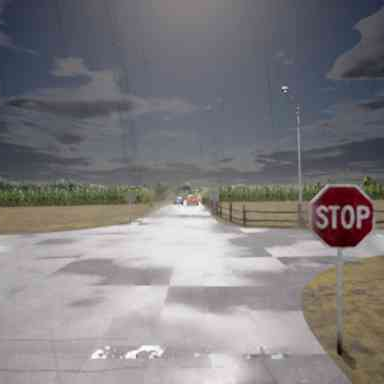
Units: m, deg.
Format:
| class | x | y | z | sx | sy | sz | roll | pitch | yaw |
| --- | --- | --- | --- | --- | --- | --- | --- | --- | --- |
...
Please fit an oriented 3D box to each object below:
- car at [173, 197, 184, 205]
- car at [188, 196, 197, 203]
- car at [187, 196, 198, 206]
| class | x | y | z | sx | sy | sz | roll | pitch | yaw |
| --- | --- | --- | --- | --- | --- | --- | --- | --- | --- |
| car | -2.633 | 1.761 | 65.468 | 2.128 | 1.511 | 4.902 | 0 | 0 | 0 |
| car | 0.128 | 1.650 | 71.298 | 1.837 | 1.490 | 4.892 | 0 | -1 | 0 |
| car | 0.109 | 1.590 | 61.262 | 2.097 | 1.767 | 4.553 | 0 | 0 | 0 |
